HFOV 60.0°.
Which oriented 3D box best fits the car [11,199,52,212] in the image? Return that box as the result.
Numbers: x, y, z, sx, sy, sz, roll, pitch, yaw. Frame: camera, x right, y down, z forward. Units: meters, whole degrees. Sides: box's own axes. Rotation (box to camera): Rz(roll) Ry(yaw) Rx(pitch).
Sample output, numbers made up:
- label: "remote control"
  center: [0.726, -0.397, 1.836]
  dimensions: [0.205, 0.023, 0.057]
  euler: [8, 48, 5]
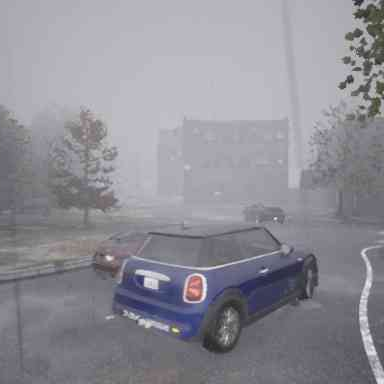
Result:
- label: "car"
  center: [-19.513, 1.630, 40.830]
  dimensions: [4.892, 1.490, 1.837]
  euler: [-2, 3, -9]

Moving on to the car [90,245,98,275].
- label: "car"
  center: [-0.835, 1.591, 9.782]
  dimensions: [1.994, 1.385, 4.181]
  euler: [0, 0, 37]

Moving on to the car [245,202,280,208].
- label: "car"
  center: [5.225, 1.549, 24.925]
  dimensions: [1.837, 1.490, 4.892]
  euler: [1, 0, -11]

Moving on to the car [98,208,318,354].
- label: "car"
  center: [0.764, 1.370, 6.527]
  dimensions: [2.097, 1.767, 4.553]
  euler: [0, 0, 40]
